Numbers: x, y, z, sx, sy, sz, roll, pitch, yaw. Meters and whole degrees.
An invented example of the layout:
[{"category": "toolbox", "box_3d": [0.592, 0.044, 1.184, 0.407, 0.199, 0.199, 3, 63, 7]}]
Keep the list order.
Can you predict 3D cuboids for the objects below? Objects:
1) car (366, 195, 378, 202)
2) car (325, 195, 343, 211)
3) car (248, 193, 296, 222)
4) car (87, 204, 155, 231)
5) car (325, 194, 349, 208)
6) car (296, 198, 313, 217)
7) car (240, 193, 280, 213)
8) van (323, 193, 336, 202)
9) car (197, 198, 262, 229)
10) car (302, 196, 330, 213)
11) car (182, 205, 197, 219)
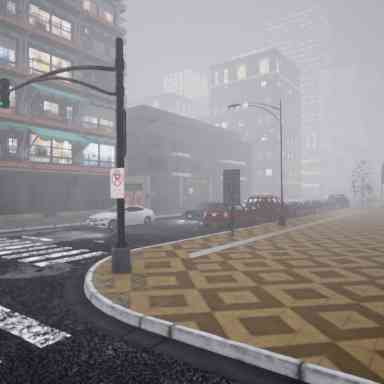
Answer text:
[{"category": "car", "box_3d": [35.562, 1.332, 65.832, 1.887, 1.381, 4.507, -1, 0, 36]}, {"category": "car", "box_3d": [15.695, 1.414, 38.787, 2.008, 1.369, 4.403, -1, 0, 36]}, {"category": "car", "box_3d": [5.759, 1.215, 25.266, 2.192, 1.841, 5.009, -1, 0, 36]}, {"category": "car", "box_3d": [-4.294, 1.513, 20.727, 1.812, 1.442, 4.674, -1, 0, 36]}, {"category": "car", "box_3d": [19.004, 1.166, 43.296, 2.192, 1.841, 5.009, -1, 0, 36]}, {"category": "car", "box_3d": [9.073, 1.470, 29.772, 1.802, 1.307, 4.206, -1, 0, 36]}, {"category": "car", "box_3d": [7.649, 1.166, 36.976, 2.150, 2.045, 5.566, -1, 0, 36]}, {"category": "van", "box_3d": [29.210, 1.227, 70.498, 1.690, 1.788, 3.998, -1, 0, 36]}, {"category": "car", "box_3d": [2.449, 1.352, 20.758, 1.967, 1.590, 4.097, -1, 0, 36]}, {"category": "car", "box_3d": [12.384, 1.420, 34.280, 1.887, 1.381, 4.507, -1, 0, 36]}, {"category": "car", "box_3d": [1.406, 1.514, 28.480, 2.033, 1.411, 5.357, -1, 0, 36]}]
